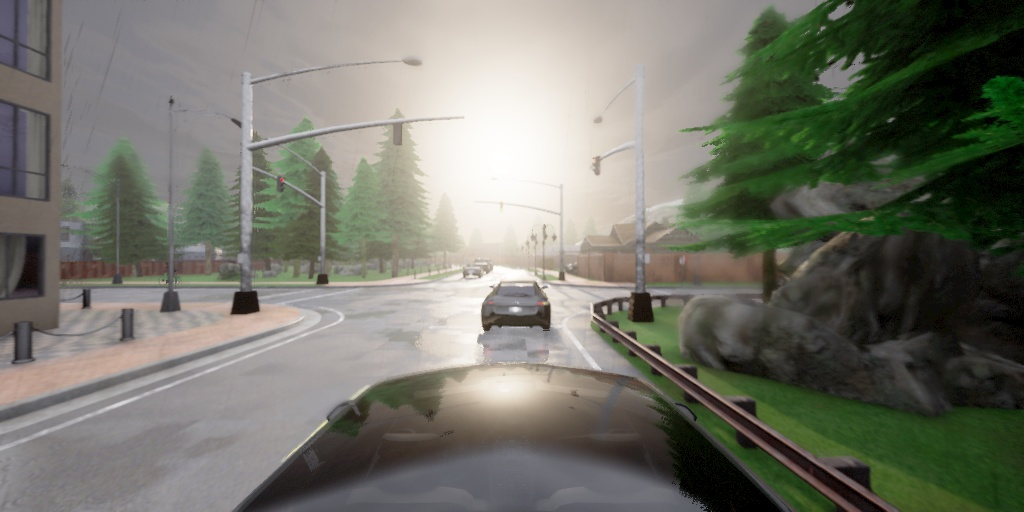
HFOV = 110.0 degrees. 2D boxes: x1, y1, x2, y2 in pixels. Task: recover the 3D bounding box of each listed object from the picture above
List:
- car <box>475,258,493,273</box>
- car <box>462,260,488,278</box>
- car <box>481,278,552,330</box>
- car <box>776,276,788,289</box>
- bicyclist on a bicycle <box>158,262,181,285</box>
[{"bbox_3d":[-4.127,1.298,48.322,2.150,2.045,5.566,0,0,0],"label":"car"},{"bbox_3d":[-4.055,1.487,37.713,2.128,1.511,4.902,0,0,0],"label":"car"},{"bbox_3d":[0.210,1.386,11.404,1.994,1.385,4.181,0,0,3],"label":"car"},{"bbox_3d":[17.639,1.444,20.801,4.181,1.385,1.994,0,0,1],"label":"car"},{"bbox_3d":[-23.959,1.214,25.115,0.582,1.620,1.656,0,0,1],"label":"bicyclist on a bicycle"}]
